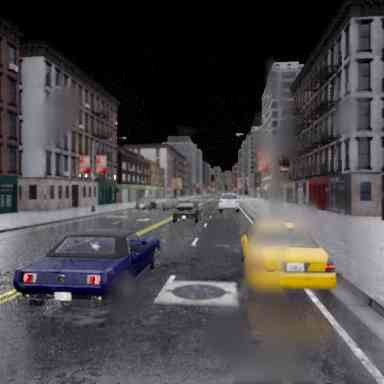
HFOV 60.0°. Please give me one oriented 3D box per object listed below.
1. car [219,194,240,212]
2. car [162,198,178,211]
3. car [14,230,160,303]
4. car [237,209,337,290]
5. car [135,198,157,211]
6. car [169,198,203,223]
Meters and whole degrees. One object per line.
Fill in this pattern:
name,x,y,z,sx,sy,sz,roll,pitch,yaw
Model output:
car,4.201,1.191,37.561,2.150,2.045,5.566,0,0,7
car,-2.330,1.472,39.286,1.837,1.490,4.892,0,0,6
car,-2.098,1.595,8.231,1.895,1.301,4.718,0,0,6
car,2.303,1.450,9.101,1.801,1.575,5.366,0,0,6
car,-5.489,1.457,40.352,2.128,1.511,4.902,0,0,6
car,-0.294,1.485,25.550,1.837,1.490,4.892,0,0,6
